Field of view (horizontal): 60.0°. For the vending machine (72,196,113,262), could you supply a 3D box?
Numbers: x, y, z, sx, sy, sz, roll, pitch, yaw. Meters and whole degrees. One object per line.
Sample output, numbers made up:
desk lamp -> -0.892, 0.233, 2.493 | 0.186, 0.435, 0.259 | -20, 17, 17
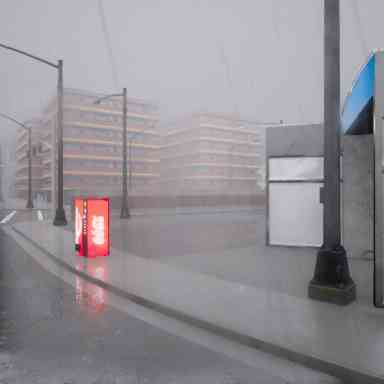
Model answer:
vending machine -> -3.375, 1.195, 11.275 | 1.100, 2.100, 0.880 | 0, 0, -36
